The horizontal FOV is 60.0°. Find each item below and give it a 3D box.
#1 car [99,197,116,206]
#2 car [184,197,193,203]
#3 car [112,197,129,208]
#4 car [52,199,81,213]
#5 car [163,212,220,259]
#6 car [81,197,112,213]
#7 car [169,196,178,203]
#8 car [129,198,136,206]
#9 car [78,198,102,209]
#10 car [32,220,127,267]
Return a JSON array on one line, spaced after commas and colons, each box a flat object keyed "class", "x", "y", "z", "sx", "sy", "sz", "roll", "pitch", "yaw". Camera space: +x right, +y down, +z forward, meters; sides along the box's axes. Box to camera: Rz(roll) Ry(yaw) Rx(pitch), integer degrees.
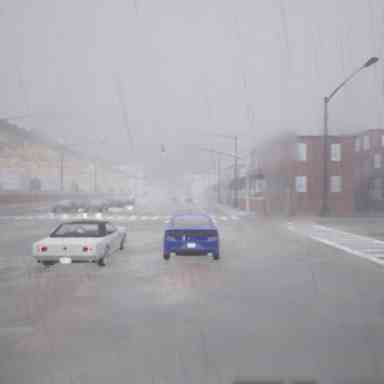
[{"class": "car", "x": -14.565, "y": 1.616, "z": 57.711, "sx": 1.837, "sy": 1.490, "sz": 4.892, "roll": 0, "pitch": 0, "yaw": -1}, {"class": "car", "x": -0.748, "y": 1.750, "z": 76.922, "sx": 2.033, "sy": 1.411, "sz": 5.357, "roll": 0, "pitch": 0, "yaw": -1}, {"class": "car", "x": -10.996, "y": 1.661, "z": 48.379, "sx": 1.994, "sy": 1.385, "sz": 4.181, "roll": 0, "pitch": 0, "yaw": 1}, {"class": "car", "x": -14.467, "y": 1.584, "z": 38.444, "sx": 1.812, "sy": 1.442, "sz": 4.674, "roll": 0, "pitch": 0, "yaw": 0}, {"class": "car", "x": -0.036, "y": 1.513, "z": 12.792, "sx": 1.882, "sy": 1.535, "sz": 5.008, "roll": 0, "pitch": 0, "yaw": -1}, {"class": "car", "x": -10.968, "y": 1.596, "z": 38.679, "sx": 1.812, "sy": 1.442, "sz": 4.674, "roll": 0, "pitch": 0, "yaw": -1}, {"class": "car", "x": -4.247, "y": 1.698, "z": 76.839, "sx": 1.837, "sy": 1.490, "sz": 4.892, "roll": 0, "pitch": 0, "yaw": -1}, {"class": "car", "x": -11.074, "y": 1.726, "z": 58.563, "sx": 1.895, "sy": 1.301, "sz": 4.718, "roll": 0, "pitch": 0, "yaw": -1}, {"class": "car", "x": -14.499, "y": 1.588, "z": 47.640, "sx": 1.837, "sy": 1.490, "sz": 4.892, "roll": 0, "pitch": 0, "yaw": 0}, {"class": "car", "x": -3.524, "y": 1.621, "z": 11.462, "sx": 1.895, "sy": 1.301, "sz": 4.718, "roll": 0, "pitch": 0, "yaw": -1}]
